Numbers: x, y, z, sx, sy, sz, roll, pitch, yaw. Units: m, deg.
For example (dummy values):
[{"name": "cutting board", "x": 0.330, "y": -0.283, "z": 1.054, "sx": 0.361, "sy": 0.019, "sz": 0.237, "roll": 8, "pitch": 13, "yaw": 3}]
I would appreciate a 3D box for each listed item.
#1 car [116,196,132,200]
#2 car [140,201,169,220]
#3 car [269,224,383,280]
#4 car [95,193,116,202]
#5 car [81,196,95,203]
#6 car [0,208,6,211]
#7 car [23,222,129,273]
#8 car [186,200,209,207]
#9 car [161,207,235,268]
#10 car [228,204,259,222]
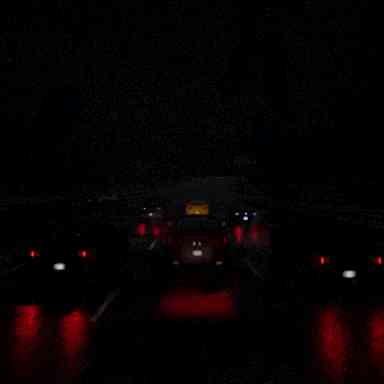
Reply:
[{"name": "car", "x": -12.331, "y": 1.472, "z": 62.582, "sx": 1.837, "sy": 1.490, "sz": 4.892, "roll": 0, "pitch": 0, "yaw": 3}, {"name": "car", "x": -3.052, "y": 1.494, "z": 27.570, "sx": 2.128, "sy": 1.511, "sz": 4.902, "roll": 0, "pitch": 0, "yaw": 1}, {"name": "car", "x": 3.654, "y": 1.604, "z": 9.894, "sx": 1.895, "sy": 1.301, "sz": 4.718, "roll": 0, "pitch": 0, "yaw": 1}, {"name": "car", "x": -15.825, "y": 1.188, "z": 62.681, "sx": 2.150, "sy": 2.045, "sz": 5.566, "roll": 0, "pitch": 0, "yaw": 3}, {"name": "car", "x": -19.321, "y": 1.462, "z": 62.849, "sx": 1.837, "sy": 1.490, "sz": 4.892, "roll": 0, "pitch": 1, "yaw": 3}, {"name": "car", "x": -13.887, "y": 1.473, "z": 21.111, "sx": 1.882, "sy": 1.535, "sz": 5.008, "roll": 0, "pitch": 0, "yaw": 1}, {"name": "car", "x": -3.339, "y": 1.601, "z": 10.662, "sx": 1.895, "sy": 1.301, "sz": 4.718, "roll": 0, "pitch": 0, "yaw": 1}, {"name": "car", "x": 0.487, "y": 1.483, "z": 29.100, "sx": 1.882, "sy": 1.535, "sz": 5.008, "roll": 0, "pitch": 0, "yaw": 1}, {"name": "car", "x": 0.172, "y": 1.480, "z": 11.359, "sx": 1.882, "sy": 1.535, "sz": 5.008, "roll": 0, "pitch": 0, "yaw": 1}, {"name": "car", "x": 3.912, "y": 1.608, "z": 26.126, "sx": 1.895, "sy": 1.301, "sz": 4.718, "roll": 0, "pitch": 0, "yaw": 1}]
